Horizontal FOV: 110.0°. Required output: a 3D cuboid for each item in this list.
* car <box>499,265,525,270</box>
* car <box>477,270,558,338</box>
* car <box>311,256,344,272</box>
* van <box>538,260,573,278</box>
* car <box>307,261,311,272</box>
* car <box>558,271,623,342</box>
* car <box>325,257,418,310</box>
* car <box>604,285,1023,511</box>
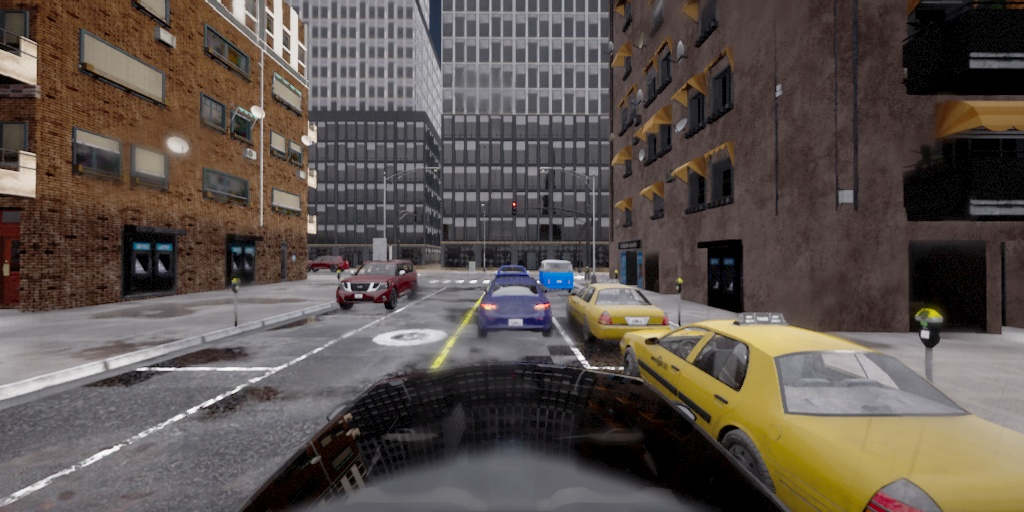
[{"bbox_3d":[0.008,1.262,20.395,1.882,1.535,5.008,0,0,0],"label":"car"},{"bbox_3d":[0.062,1.290,10.134,1.812,1.442,4.674,0,0,-1],"label":"car"},{"bbox_3d":[-21.094,0.923,40.553,5.009,1.841,2.192,0,0,-1],"label":"car"},{"bbox_3d":[2.469,1.125,20.725,1.690,1.789,3.998,0,0,0],"label":"van"},{"bbox_3d":[-21.006,1.132,32.413,4.207,1.307,1.802,0,0,-1],"label":"car"},{"bbox_3d":[2.533,1.289,9.615,1.751,1.417,4.829,0,0,0],"label":"car"},{"bbox_3d":[-5.379,1.089,15.041,2.192,1.841,5.009,0,0,0],"label":"car"},{"bbox_3d":[2.565,1.279,3.975,1.751,1.417,4.829,0,0,0],"label":"car"}]
